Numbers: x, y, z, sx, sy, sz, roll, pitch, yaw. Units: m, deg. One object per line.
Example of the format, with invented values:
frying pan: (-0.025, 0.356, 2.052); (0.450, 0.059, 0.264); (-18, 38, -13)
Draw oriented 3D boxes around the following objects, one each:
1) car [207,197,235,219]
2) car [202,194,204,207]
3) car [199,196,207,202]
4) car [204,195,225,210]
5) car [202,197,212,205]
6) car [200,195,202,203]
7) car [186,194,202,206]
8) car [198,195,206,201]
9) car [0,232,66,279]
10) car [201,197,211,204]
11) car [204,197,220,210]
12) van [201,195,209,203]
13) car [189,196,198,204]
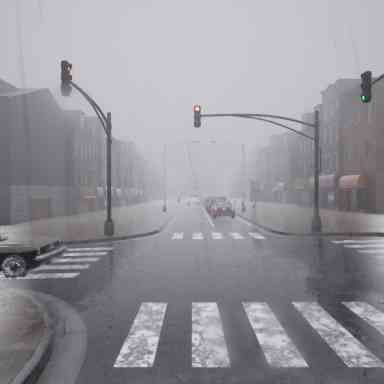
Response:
car: (2.688, 1.470, 29.651); (1.967, 1.590, 4.097); (-1, 0, 0)
car: (2.709, 1.369, 40.456); (2.192, 1.841, 5.009); (-1, 0, 0)
car: (2.797, 1.792, 83.673); (1.802, 1.307, 4.206); (-1, 0, 0)
car: (2.698, 1.356, 35.053); (2.192, 1.841, 5.009); (-1, 0, 0)
car: (2.754, 1.647, 62.234); (1.752, 1.417, 4.829); (-1, 0, 0)
car: (2.731, 1.525, 51.260); (1.967, 1.590, 4.097); (-1, 0, 0)
car: (0.221, 1.334, 59.447); (2.150, 2.045, 5.566); (0, 0, -1)
car: (2.817, 1.702, 94.479); (1.967, 1.590, 4.097); (-1, 0, 0)
car: (-6.337, 1.745, 9.848); (4.718, 1.301, 1.895); (-2, 0, 0)
car: (2.765, 1.668, 67.636); (1.752, 1.417, 4.829); (-1, 0, 0)
car: (2.721, 1.509, 45.857); (1.967, 1.590, 4.097); (-1, 0, 0)
van: (2.773, 1.504, 72.870); (1.690, 1.788, 3.998); (-1, 0, 0)
car: (0.239, 1.654, 69.618); (1.837, 1.490, 4.892); (0, 0, 0)
